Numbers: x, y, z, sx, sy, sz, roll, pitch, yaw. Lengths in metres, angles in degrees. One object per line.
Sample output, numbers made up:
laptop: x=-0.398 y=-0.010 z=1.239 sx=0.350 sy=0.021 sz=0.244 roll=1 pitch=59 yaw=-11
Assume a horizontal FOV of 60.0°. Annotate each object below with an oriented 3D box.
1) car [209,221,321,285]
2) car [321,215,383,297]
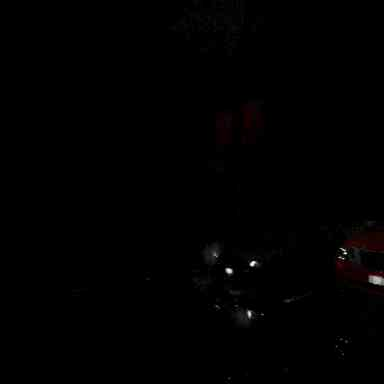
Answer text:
car: x=3.097 y=1.599 z=9.893 sx=5.357 sy=1.411 sz=2.033 roll=0 pitch=0 yaw=-36
car: x=5.642 y=1.275 z=7.719 sx=5.566 sy=2.045 sz=2.150 roll=0 pitch=0 yaw=-36
